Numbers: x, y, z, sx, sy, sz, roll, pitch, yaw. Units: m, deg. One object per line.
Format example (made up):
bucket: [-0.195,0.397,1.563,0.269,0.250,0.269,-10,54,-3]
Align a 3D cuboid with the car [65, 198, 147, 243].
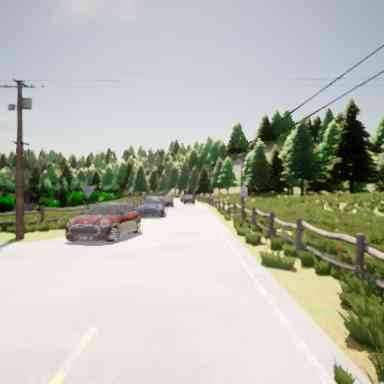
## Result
car: [-4.035,1.300,15.901,2.097,1.767,4.553,0,0,12]

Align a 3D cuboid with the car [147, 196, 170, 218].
car: [-3.289,1.260,28.597,2.097,1.767,4.553,0,0,0]

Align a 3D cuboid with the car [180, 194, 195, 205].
car: [-0.516,1.325,55.881,1.837,1.490,4.892,0,0,-4]

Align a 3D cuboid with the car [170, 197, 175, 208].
car: [-3.402,1.330,45.592,1.882,1.535,5.008,0,0,-1]

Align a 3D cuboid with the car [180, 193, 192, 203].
car: [-1.241,1.147,65.904,2.097,1.767,4.553,0,0,-6]
